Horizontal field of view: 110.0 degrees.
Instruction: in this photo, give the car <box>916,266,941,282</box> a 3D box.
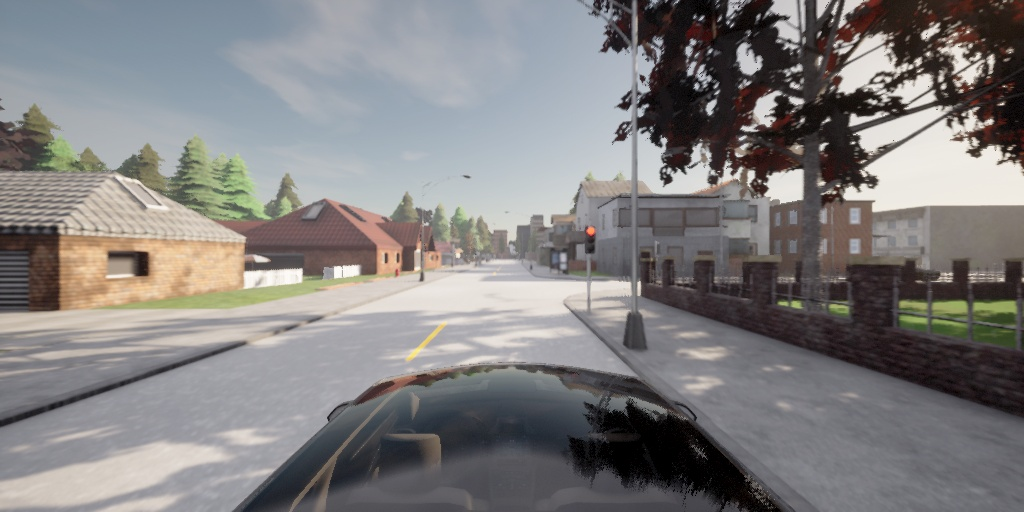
[{"bbox_3d":[28.593,1.312,26.752,4.718,1.301,1.895,0,0,0],"label":"car"}]
